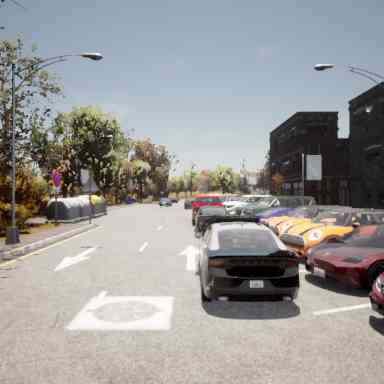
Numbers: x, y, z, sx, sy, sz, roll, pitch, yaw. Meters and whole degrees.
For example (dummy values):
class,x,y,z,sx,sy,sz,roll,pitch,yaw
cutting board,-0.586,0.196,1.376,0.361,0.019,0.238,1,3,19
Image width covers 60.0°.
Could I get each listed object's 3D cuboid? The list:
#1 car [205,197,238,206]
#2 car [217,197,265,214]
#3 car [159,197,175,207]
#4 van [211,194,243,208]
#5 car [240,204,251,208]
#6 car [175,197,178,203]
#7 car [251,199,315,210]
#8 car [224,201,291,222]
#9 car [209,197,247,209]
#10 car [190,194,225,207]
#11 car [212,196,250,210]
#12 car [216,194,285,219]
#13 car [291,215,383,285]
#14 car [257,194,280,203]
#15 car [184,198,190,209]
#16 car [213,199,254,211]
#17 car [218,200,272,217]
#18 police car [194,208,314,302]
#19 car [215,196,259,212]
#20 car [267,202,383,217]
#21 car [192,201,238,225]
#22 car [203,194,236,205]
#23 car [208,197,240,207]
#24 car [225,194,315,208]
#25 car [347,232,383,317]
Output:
class,x,y,z,sx,sy,sz,roll,pitch,yaw
car,5.006,1.612,56.639,5.366,1.575,1.946,1,0,-20
car,5.210,1.413,35.675,4.553,1.767,2.185,1,0,-20
car,-4.306,1.613,53.805,2.128,1.511,4.902,0,0,0
van,5.318,1.370,50.742,4.442,1.987,1.878,1,-1,-20
car,5.257,1.538,17.666,4.674,1.452,2.002,1,0,-20
car,-4.147,1.799,73.158,1.895,1.301,4.718,0,0,2
car,5.298,1.369,14.669,4.553,1.767,2.185,1,0,-20
car,5.222,1.544,26.659,4.792,1.488,2.163,1,0,-20
car,5.209,1.583,47.695,5.008,1.535,2.097,1,-1,-20
car,1.097,1.250,24.390,2.150,2.045,5.566,0,0,0
car,5.259,1.446,44.693,4.553,1.767,2.185,1,0,-20
car,5.225,1.270,29.661,5.566,2.045,2.435,1,0,-20
car,5.250,1.517,8.648,4.792,1.488,2.163,1,0,-20
car,18.075,1.462,78.776,2.435,2.045,5.566,0,0,-22
car,-0.129,1.586,46.917,2.128,1.511,4.902,0,0,0
car,5.232,1.600,41.684,4.674,1.452,2.002,1,0,-20
car,5.219,1.560,32.660,4.792,1.488,2.163,1,0,-20
police car,1.133,1.428,8.469,1.930,1.638,5.238,0,0,0
car,5.205,1.423,38.676,4.553,1.767,2.185,1,0,-20
car,5.303,1.366,11.668,4.553,1.767,2.185,1,0,-20
car,1.108,1.491,18.359,1.882,1.535,5.008,0,0,0
car,5.172,1.390,62.733,5.566,2.045,2.435,1,0,-20
car,5.200,1.646,53.698,4.674,1.452,2.002,1,0,-20
car,5.247,1.251,20.644,5.566,2.045,2.435,1,0,-20
car,5.289,1.527,5.656,4.674,1.452,2.002,1,0,-20
